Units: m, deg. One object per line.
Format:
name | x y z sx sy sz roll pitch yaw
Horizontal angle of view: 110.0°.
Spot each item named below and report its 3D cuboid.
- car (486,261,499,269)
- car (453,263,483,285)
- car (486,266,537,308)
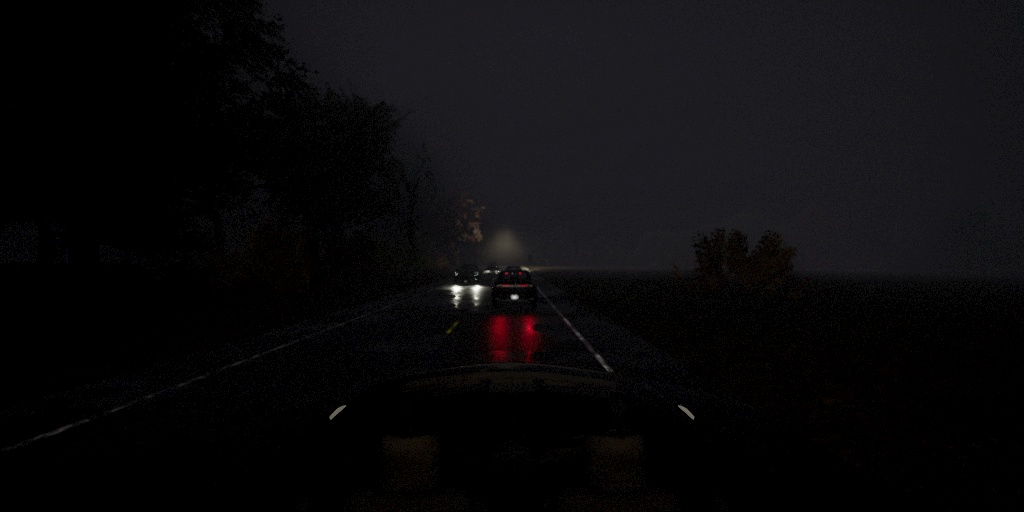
car | -3.445 1.733 64.091 2.097 1.767 4.553 0 -1 1
car | -3.565 1.394 29.860 2.097 1.767 4.553 0 -1 0
car | 0.110 1.394 16.268 2.128 1.511 4.902 0 -1 0
